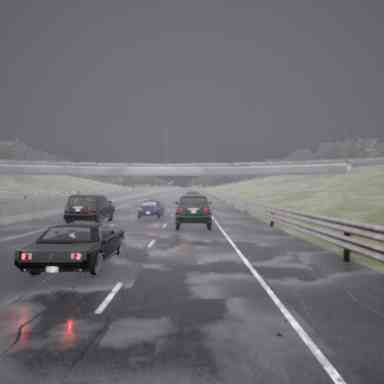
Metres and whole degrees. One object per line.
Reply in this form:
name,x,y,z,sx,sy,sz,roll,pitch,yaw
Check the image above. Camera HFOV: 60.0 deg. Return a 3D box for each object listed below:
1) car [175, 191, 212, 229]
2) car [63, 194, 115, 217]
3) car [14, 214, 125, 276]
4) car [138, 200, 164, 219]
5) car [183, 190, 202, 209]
car,0.091,1.173,21.321,2.150,2.045,5.566,0,1,0
car,-6.898,1.158,22.832,2.150,2.045,5.566,0,1,0
car,-3.404,1.599,10.336,1.895,1.301,4.718,0,0,0
car,-3.411,1.398,28.068,1.812,1.442,4.674,0,1,0
car,0.083,0.862,40.257,2.150,2.045,5.566,0,1,0
